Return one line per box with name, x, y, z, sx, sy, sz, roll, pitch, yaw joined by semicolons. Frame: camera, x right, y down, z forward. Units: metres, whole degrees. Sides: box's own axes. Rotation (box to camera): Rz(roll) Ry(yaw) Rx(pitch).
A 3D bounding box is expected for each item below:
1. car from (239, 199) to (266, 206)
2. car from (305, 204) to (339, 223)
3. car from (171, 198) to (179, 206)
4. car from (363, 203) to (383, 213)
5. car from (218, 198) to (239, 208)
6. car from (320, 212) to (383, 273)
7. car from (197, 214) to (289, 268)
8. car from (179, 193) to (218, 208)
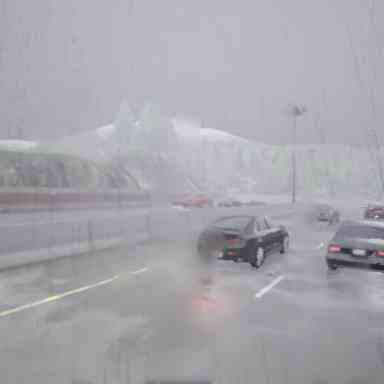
car;8.225;1.625;43.803;1.895;1.301;4.718;1;0;29
car;10.065;1.658;25.517;2.033;1.411;5.357;1;0;30
car;-1.310;1.401;48.271;1.994;1.385;4.181;1;0;29
car;16.142;1.719;28.988;1.837;1.490;4.892;1;1;30
car;5.317;1.513;45.743;2.033;1.411;5.357;1;0;29
car;5.588;1.619;10.777;2.033;1.411;5.357;1;0;30
car;1.938;1.508;11.471;1.837;1.490;4.892;1;1;30
car;1.018;1.108;45.216;2.150;2.045;5.566;1;0;29
